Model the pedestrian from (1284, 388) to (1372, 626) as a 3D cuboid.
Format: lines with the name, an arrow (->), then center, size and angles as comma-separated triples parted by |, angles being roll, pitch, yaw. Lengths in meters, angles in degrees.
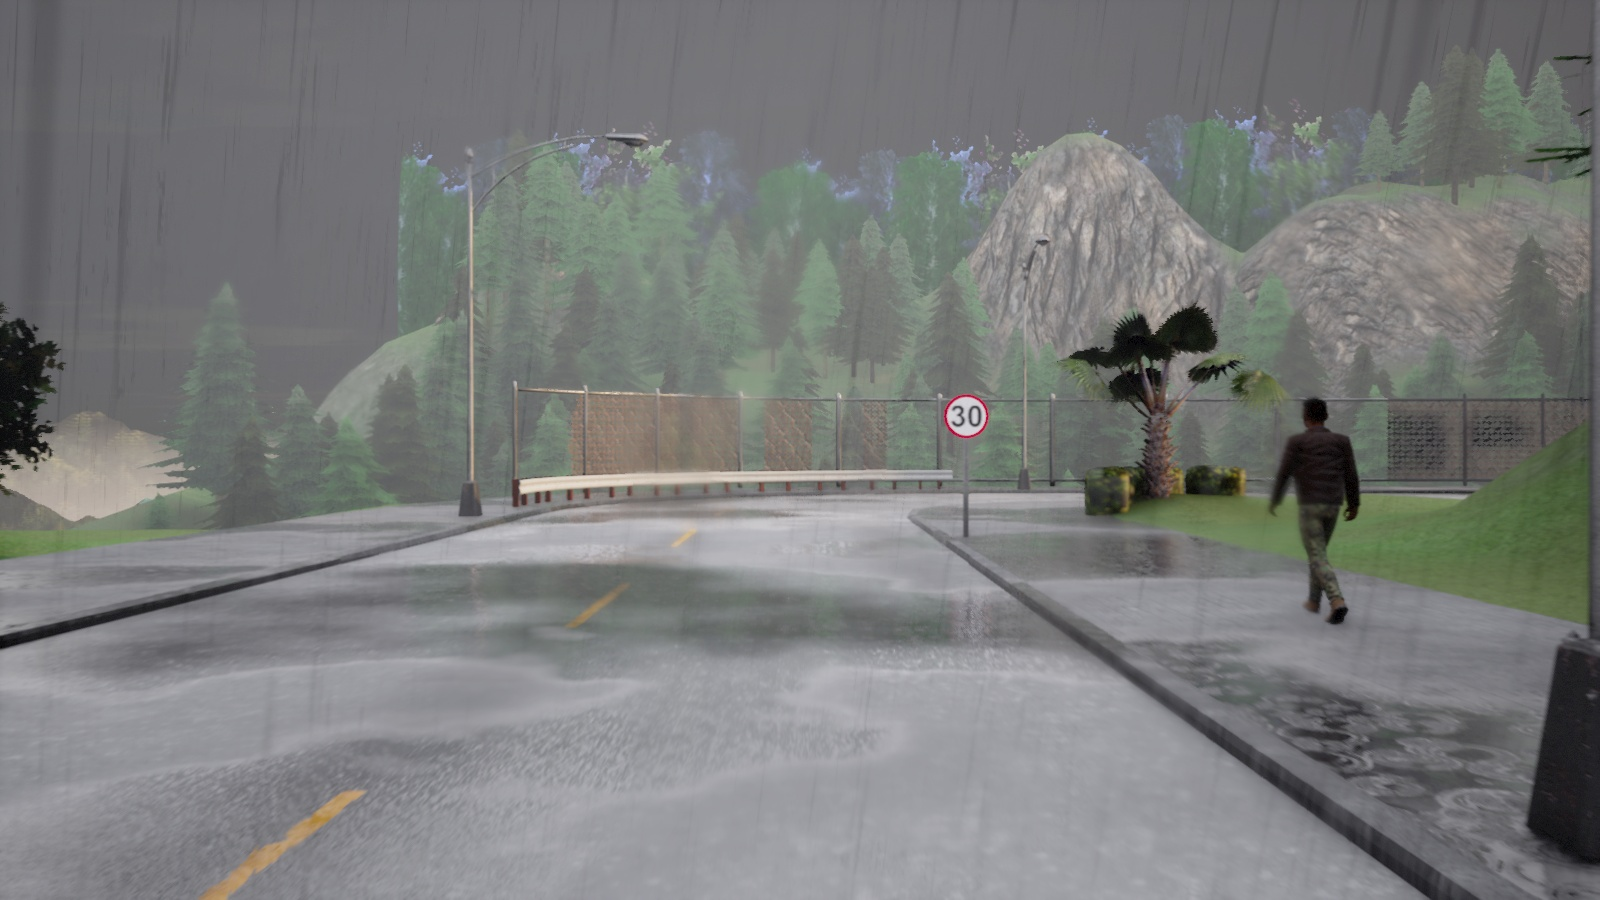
pedestrian -> 4.212, 0.439, 10.051 | 0.431, 1.840, 0.703 | 0, 0, 2
